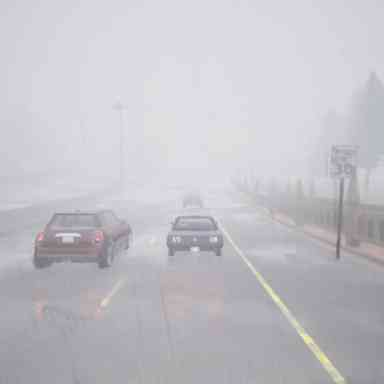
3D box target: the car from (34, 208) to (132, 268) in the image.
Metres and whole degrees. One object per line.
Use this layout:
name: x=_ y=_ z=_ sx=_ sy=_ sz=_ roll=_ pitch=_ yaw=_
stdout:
car: x=-3.400 y=1.314 z=11.247 sx=2.097 sy=1.767 sz=4.553 roll=0 pitch=0 yaw=0

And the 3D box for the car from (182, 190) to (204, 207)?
car: x=0.086 y=0.575 z=32.182 sx=1.812 sy=1.442 sz=4.674 roll=0 pitch=5 yaw=0

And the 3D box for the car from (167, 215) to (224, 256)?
car: x=0.101 y=1.552 z=12.972 sx=1.895 sy=1.301 sz=4.718 roll=0 pitch=0 yaw=0
